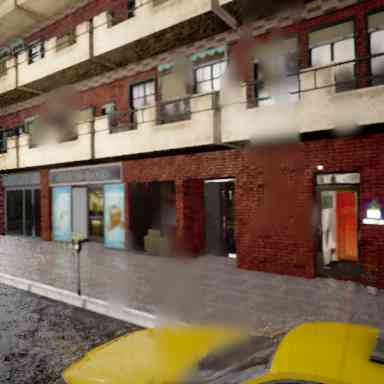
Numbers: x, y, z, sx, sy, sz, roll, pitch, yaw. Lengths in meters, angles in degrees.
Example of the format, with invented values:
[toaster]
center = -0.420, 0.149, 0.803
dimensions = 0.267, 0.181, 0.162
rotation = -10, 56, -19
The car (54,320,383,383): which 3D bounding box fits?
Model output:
[car]
center = 0.976, 1.529, 2.201
dimensions = 4.829, 1.417, 1.752
rotation = -1, -1, 35
